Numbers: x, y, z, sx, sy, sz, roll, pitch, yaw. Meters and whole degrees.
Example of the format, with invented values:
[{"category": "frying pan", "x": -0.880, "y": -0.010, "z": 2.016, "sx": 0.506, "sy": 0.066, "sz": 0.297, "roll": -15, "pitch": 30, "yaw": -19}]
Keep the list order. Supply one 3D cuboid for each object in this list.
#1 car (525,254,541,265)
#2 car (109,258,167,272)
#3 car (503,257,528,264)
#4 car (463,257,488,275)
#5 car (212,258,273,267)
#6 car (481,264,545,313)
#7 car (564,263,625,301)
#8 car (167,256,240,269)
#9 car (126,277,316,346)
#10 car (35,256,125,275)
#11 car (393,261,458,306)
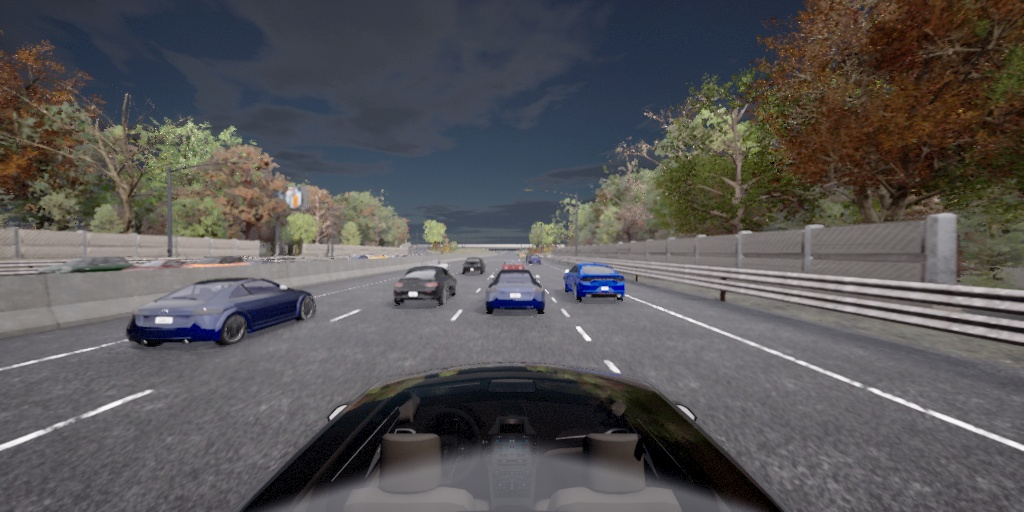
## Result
[{"category": "car", "x": 3.515, "y": 0.603, "z": 56.659, "sx": 1.812, "sy": 1.442, "sz": 4.674, "roll": 0, "pitch": 1, "yaw": 0}, {"category": "car", "x": -24.591, "y": 0.986, "z": 25.147, "sx": 1.812, "sy": 1.442, "sz": 4.674, "roll": 0, "pitch": 1, "yaw": 0}, {"category": "car", "x": 0.111, "y": 0.982, "z": 31.524, "sx": 1.895, "sy": 1.301, "sz": 4.718, "roll": 0, "pitch": 1, "yaw": 0}, {"category": "car", "x": -3.391, "y": 0.870, "z": 32.914, "sx": 1.837, "sy": 1.490, "sz": 4.892, "roll": 0, "pitch": 1, "yaw": 0}, {"category": "car", "x": -17.590, "y": 1.032, "z": 24.510, "sx": 1.994, "sy": 1.385, "sz": 4.181, "roll": 0, "pitch": 1, "yaw": 0}, {"category": "car", "x": 0.106, "y": 1.172, "z": 13.147, "sx": 1.994, "sy": 1.385, "sz": 4.181, "roll": 0, "pitch": 1, "yaw": 0}, {"category": "car", "x": 3.504, "y": 1.049, "z": 16.011, "sx": 1.882, "sy": 1.535, "sz": 5.008, "roll": 0, "pitch": 1, "yaw": 0}, {"category": "car", "x": -21.090, "y": 0.808, "z": 25.494, "sx": 2.097, "sy": 1.767, "sz": 4.553, "roll": 0, "pitch": 1, "yaw": 0}, {"category": "car", "x": -6.895, "y": 1.222, "z": 9.110, "sx": 1.994, "sy": 1.385, "sz": 4.181, "roll": 0, "pitch": 1, "yaw": 0}, {"category": "car", "x": -28.090, "y": 0.829, "z": 23.819, "sx": 2.097, "sy": 1.767, "sz": 4.553, "roll": 0, "pitch": 1, "yaw": 0}, {"category": "car", "x": -3.395, "y": 1.115, "z": 14.619, "sx": 1.812, "sy": 1.442, "sz": 4.674, "roll": 0, "pitch": 1, "yaw": 0}]
